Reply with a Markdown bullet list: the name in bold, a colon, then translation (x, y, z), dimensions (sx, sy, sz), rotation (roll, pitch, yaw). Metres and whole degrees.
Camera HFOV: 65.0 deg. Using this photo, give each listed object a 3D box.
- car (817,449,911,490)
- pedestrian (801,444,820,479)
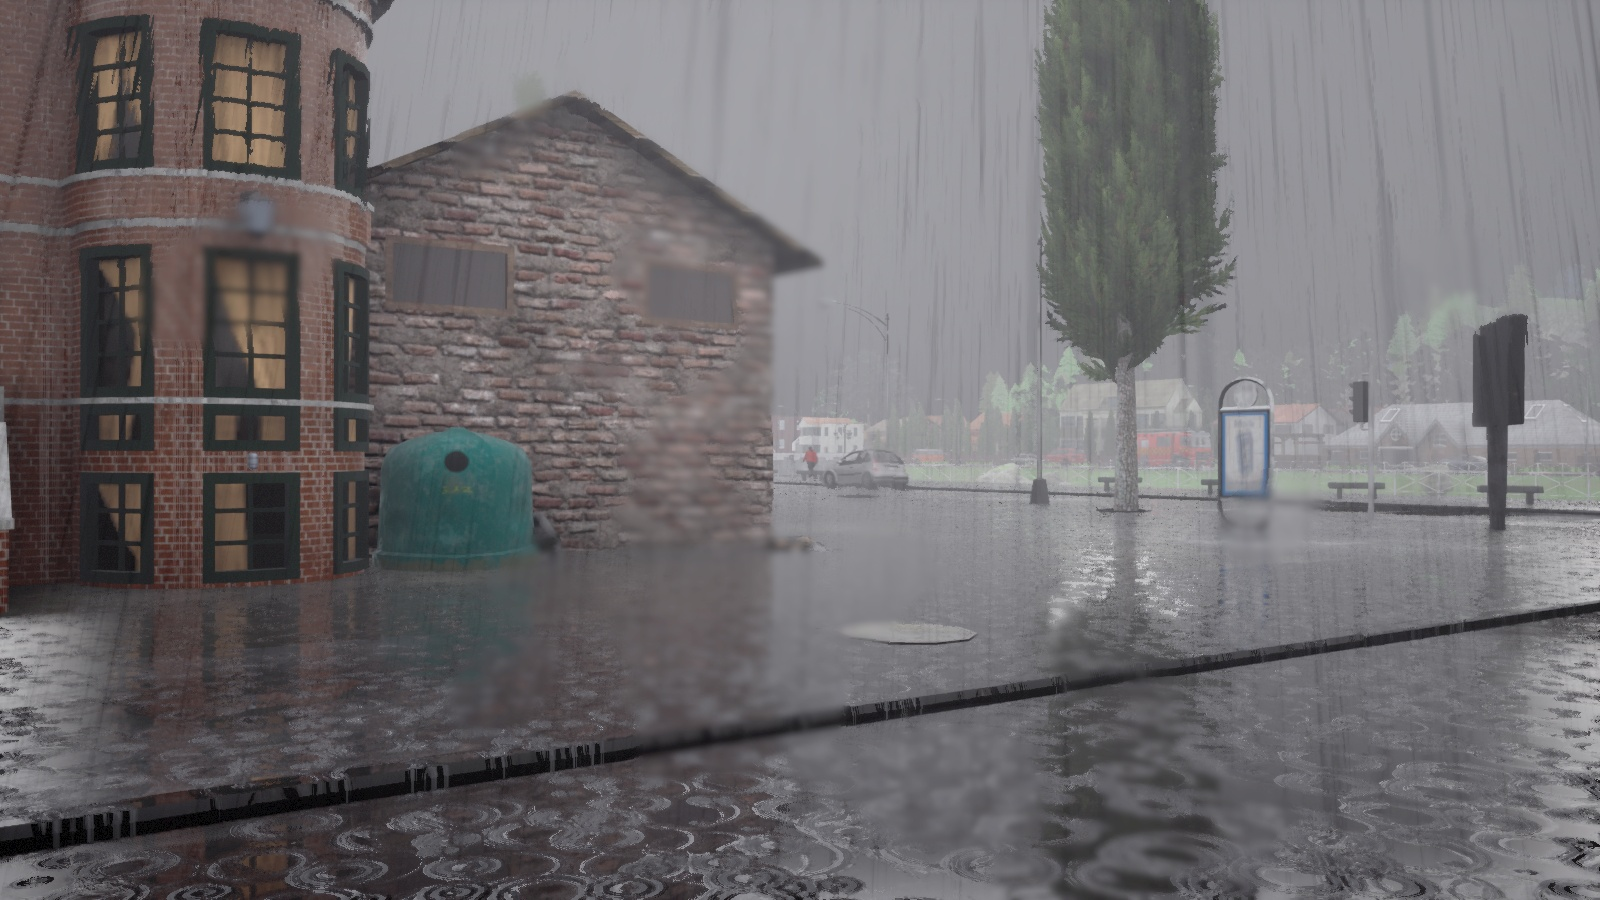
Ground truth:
- **car**: translation (2.596, 0.764, 51.762), dimensions (1.851, 1.617, 3.988), rotation (0, 0, -35)
- **pedestrian**: translation (0.565, 0.615, 66.113), dimensions (0.634, 1.844, 0.899), rotation (0, 0, -30)
